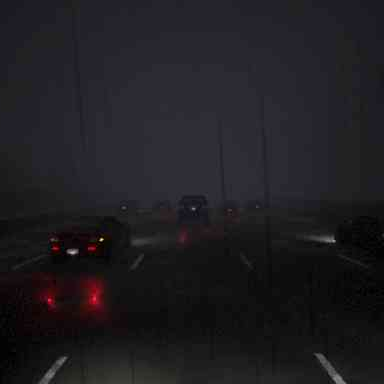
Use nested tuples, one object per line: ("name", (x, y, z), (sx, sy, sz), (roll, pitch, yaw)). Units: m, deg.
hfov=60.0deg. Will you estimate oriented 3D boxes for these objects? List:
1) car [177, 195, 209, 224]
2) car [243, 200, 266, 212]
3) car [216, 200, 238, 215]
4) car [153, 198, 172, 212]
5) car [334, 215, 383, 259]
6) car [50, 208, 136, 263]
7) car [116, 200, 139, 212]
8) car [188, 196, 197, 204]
("car", (0.100, 1.218, 24.785), (2.150, 2.045, 5.566), (0, 0, 0))
("car", (7.100, 1.558, 38.117), (1.994, 1.385, 4.181), (0, 0, 0))
("car", (3.601, 1.520, 34.006), (1.812, 1.442, 4.674), (0, 0, 0))
("car", (-3.399, 1.486, 38.606), (2.128, 1.511, 4.902), (0, 0, 0))
("car", (7.100, 1.561, 12.622), (1.994, 1.385, 4.181), (0, 0, 0))
("car", (-3.398, 1.524, 11.778), (1.812, 1.442, 4.674), (0, 0, 0))
("car", (-6.900, 1.559, 35.858), (1.994, 1.385, 4.181), (0, 0, 0))
("car", (0.103, 1.516, 65.416), (1.812, 1.442, 4.674), (0, 0, 0))
